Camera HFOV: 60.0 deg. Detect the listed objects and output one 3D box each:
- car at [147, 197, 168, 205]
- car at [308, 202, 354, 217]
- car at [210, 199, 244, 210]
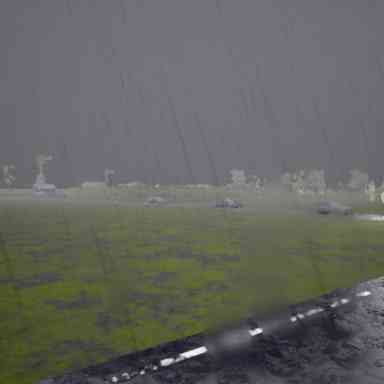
[{"bbox_3d":[-6.342,1.627,59.855,1.837,1.490,4.892,0,0,-40],"label":"car"},{"bbox_3d":[13.566,1.640,32.695,1.994,1.385,4.181,0,0,-33],"label":"car"},{"bbox_3d":[4.657,1.619,45.664,2.033,1.411,5.357,0,0,-36],"label":"car"}]
